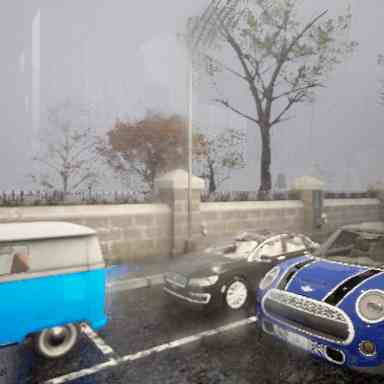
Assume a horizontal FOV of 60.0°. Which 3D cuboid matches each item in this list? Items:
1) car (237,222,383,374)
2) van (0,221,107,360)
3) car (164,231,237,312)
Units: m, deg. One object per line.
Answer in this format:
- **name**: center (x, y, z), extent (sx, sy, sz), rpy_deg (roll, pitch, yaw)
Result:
- **car**: center (3.214, 1.346, 5.669), extent (4.553, 1.767, 2.097), rpy_deg (0, 0, -35)
- **van**: center (-3.139, 1.342, 4.318), extent (3.998, 1.788, 1.690), rpy_deg (0, 0, -35)
- **car**: center (1.445, 1.546, 7.587), extent (4.403, 1.369, 2.008), rpy_deg (0, 0, -35)
